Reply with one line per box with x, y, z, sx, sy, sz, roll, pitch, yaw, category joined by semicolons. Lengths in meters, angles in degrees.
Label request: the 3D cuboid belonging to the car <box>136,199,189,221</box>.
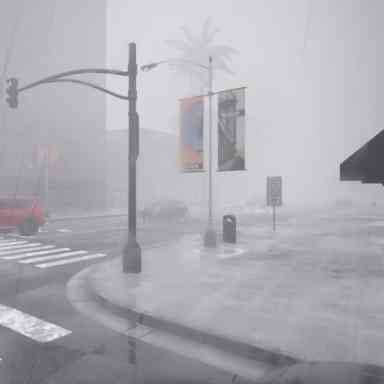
-2.222;1.383;27.457;2.097;1.767;4.553;0;0;35;car

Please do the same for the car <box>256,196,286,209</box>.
11.461;1.630;46.740;2.033;1.411;5.357;0;0;36;car

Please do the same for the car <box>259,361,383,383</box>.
2.166;1.551;1.301;4.403;1.369;2.008;0;0;36;car

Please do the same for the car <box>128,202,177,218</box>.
-3.607;1.632;31.132;1.895;1.301;4.718;0;0;35;car

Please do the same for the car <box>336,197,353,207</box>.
24.754;1.621;54.046;2.128;1.511;4.902;0;0;35;car

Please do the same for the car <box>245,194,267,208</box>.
10.171;1.310;50.507;2.150;2.045;5.566;0;-1;36;car

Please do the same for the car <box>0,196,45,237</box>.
-9.858;1.232;16.005;2.150;2.045;5.566;0;0;28;car
